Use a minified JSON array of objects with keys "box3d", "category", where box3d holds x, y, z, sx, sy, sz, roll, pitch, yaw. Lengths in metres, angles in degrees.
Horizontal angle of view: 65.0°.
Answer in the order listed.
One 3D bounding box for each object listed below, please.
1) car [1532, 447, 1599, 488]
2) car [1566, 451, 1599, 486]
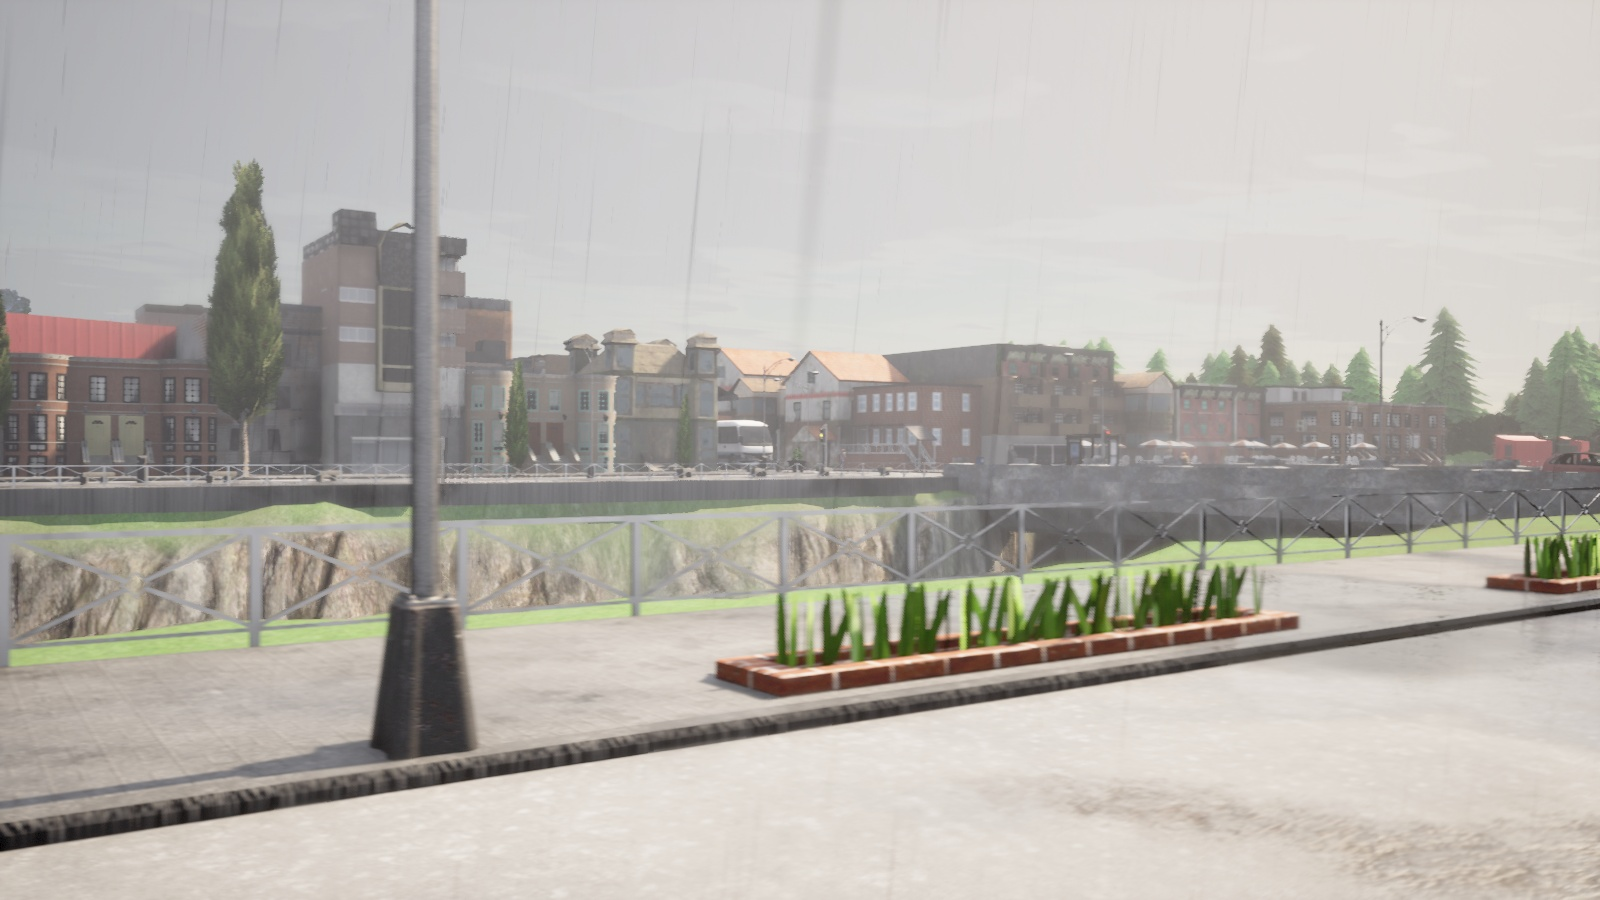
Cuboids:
[{"box3d":[32.464,0.700,51.300,1.851,1.617,3.988,0,0,-35],"category":"car"},{"box3d":[35.753,0.800,53.578,2.163,1.488,4.792,0,0,-35],"category":"car"}]
